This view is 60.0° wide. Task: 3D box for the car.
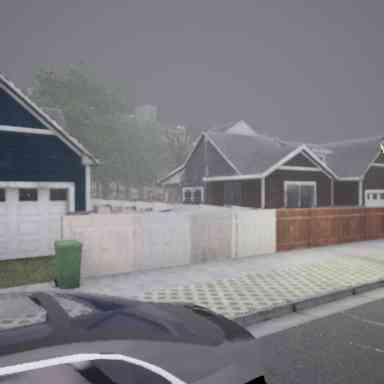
[{"bbox_3d":[-1.678,1.497,1.801,4.902,1.511,2.128,1,-1,-34],"label":"car"}]
